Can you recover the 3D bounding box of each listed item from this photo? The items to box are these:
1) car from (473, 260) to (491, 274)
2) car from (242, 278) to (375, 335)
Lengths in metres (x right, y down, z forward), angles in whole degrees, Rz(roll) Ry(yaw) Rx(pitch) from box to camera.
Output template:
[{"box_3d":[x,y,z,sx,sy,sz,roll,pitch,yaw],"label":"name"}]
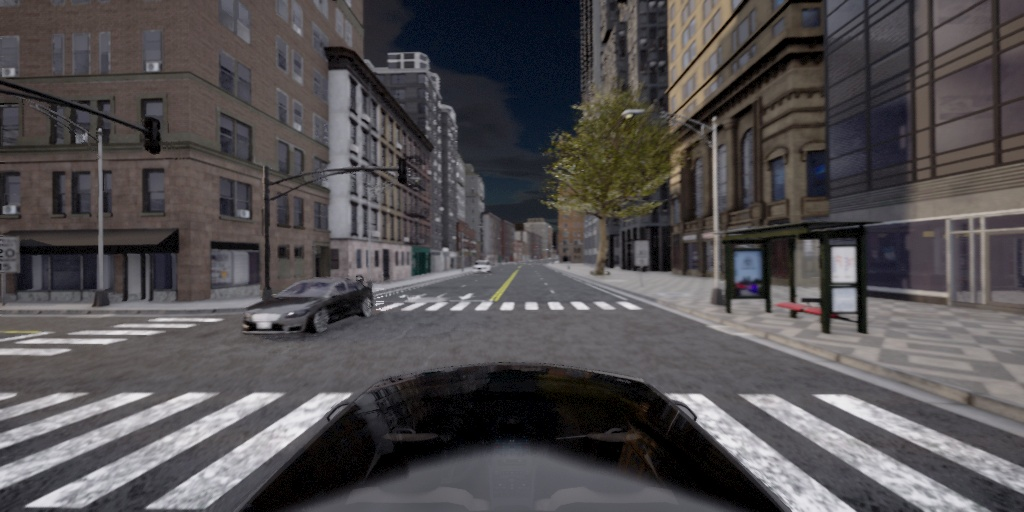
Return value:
[{"box_3d":[-4.429,1.681,53.042,2.150,2.045,5.566,-1,1,2],"label":"car"},{"box_3d":[-6.065,1.478,11.351,2.128,1.511,4.902,-1,0,2],"label":"car"}]
